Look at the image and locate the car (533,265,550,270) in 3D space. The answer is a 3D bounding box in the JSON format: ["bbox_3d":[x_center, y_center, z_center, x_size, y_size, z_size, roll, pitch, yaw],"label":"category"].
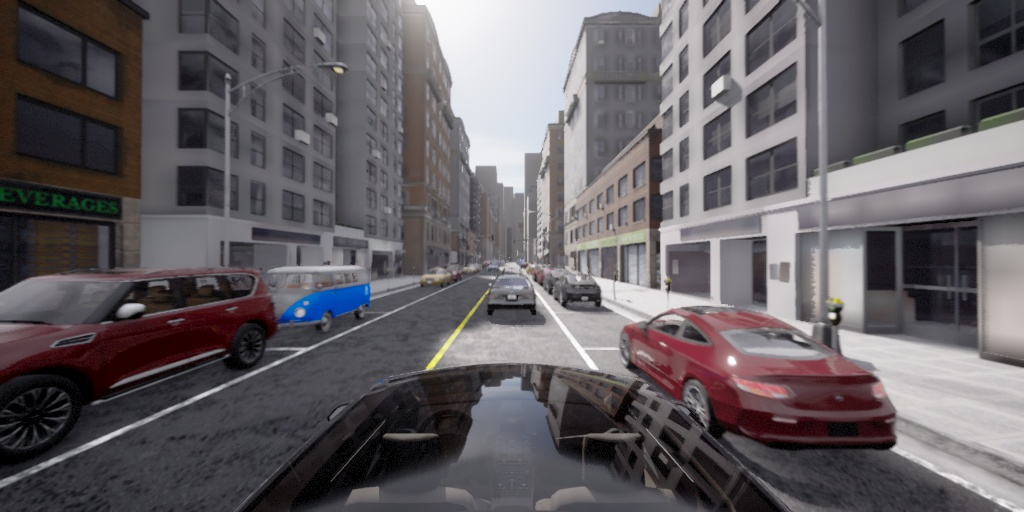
[{"bbox_3d":[2.845,1.583,27.266,1.802,1.307,4.207,0,0,0],"label":"car"}]

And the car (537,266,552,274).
[{"bbox_3d":[2.848,1.498,21.741,2.007,1.370,4.403,0,0,0],"label":"car"}]

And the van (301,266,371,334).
[{"bbox_3d":[-5.669,1.180,10.685,1.690,1.789,3.998,0,0,0],"label":"van"}]

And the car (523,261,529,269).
[{"bbox_3d":[2.834,1.744,49.538,1.751,1.417,4.829,0,0,0],"label":"car"}]

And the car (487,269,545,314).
[{"bbox_3d":[0.004,1.423,14.368,2.033,1.411,5.357,0,-1,0],"label":"car"}]

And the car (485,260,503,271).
[{"bbox_3d":[-3.036,1.869,59.461,2.033,1.411,5.357,0,-1,0],"label":"car"}]

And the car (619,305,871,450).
[{"bbox_3d":[2.856,1.367,5.164,1.802,1.307,4.207,0,0,0],"label":"car"}]

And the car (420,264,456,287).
[{"bbox_3d":[-5.681,1.526,27.093,1.751,1.417,4.829,0,0,0],"label":"car"}]

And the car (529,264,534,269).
[{"bbox_3d":[2.842,1.494,32.792,1.967,1.591,4.097,0,0,0],"label":"car"}]

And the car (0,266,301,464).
[{"bbox_3d":[-5.669,1.099,5.160,2.192,1.841,5.009,0,0,0],"label":"car"}]

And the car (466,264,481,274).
[{"bbox_3d":[-5.691,1.744,49.195,1.751,1.417,4.829,0,0,0],"label":"car"}]

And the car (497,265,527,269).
[{"bbox_3d":[0.005,1.629,30.099,1.895,1.301,4.718,0,-1,0],"label":"car"}]

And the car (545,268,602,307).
[{"bbox_3d":[2.850,1.444,16.216,2.007,1.370,4.403,0,0,0],"label":"car"}]

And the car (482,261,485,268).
[{"bbox_3d":[-5.694,1.825,54.889,2.007,1.370,4.403,0,0,0],"label":"car"}]

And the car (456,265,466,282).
[{"bbox_3d":[-5.684,1.494,32.788,1.967,1.591,4.097,0,0,0],"label":"car"}]
